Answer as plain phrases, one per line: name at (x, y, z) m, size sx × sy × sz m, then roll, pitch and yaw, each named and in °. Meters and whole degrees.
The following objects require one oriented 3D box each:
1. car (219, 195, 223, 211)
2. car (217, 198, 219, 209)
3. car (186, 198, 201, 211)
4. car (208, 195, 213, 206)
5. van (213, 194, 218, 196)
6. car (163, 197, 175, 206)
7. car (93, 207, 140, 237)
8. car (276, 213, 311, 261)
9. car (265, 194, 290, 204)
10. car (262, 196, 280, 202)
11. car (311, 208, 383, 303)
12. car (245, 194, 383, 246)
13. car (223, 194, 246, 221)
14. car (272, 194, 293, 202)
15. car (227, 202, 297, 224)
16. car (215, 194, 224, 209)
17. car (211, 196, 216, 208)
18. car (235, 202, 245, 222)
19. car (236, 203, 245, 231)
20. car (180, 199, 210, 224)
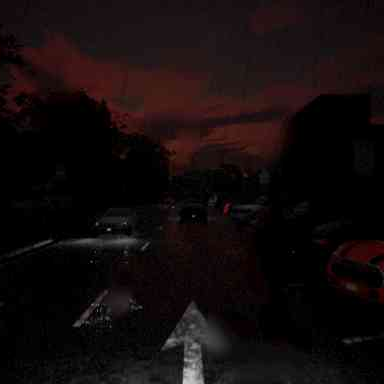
car at (5.358, 1.427, 31.512) m, size 4.553 × 1.767 × 2.185 m, roll 1°, pitch 0°, yaw -20°
car at (5.397, 1.604, 34.520) m, size 4.674 × 1.452 × 2.002 m, roll 1°, pitch 0°, yaw -20°
car at (0.131, 1.617, 42.950) m, size 1.837 × 1.490 × 4.892 m, roll 0°, pitch 0°, yaw 0°
car at (5.231, 1.619, 49.475) m, size 5.366 × 1.575 × 1.946 m, roll 1°, pitch 0°, yaw -20°
van at (5.519, 1.376, 43.577) m, size 4.442 × 1.987 × 1.878 m, roll 1°, pitch -1°, yaw -20°
car at (-4.018, 1.657, 59.551) m, size 1.882 × 1.535 × 5.008 m, roll 0°, pitch 0°, yaw 1°
car at (-4.032, 1.554, 18.442) m, size 1.812 × 1.442 × 4.674 m, roll 0°, pitch 0°, yaw 0°
car at (5.325, 1.538, 10.501) m, size 4.674 × 1.452 × 2.002 m, roll 1°, pitch 0°, yaw -20°
car at (18.388, 1.473, 71.560) m, size 2.435 × 2.045 × 5.566 m, roll 0°, pitch 0°, yaw -21°
car at (20.988, 1.829, 88.619) m, size 2.163 × 1.488 × 4.792 m, roll 0°, pitch -1°, yaw -21°
car at (5.354, 1.369, 7.505) m, size 4.553 × 1.767 × 2.185 m, roll 1°, pitch 0°, yaw -20°
car at (5.327, 1.252, 13.480) m, size 5.566 × 2.045 × 2.435 m, roll 1°, pitch 0°, yaw -20°
car at (5.341, 1.272, 22.497) m, size 5.566 × 2.045 × 2.435 m, roll 1°, pitch 0°, yaw -20°
car at (24.011, 1.551, 88.702) m, size 2.435 × 2.045 × 5.566 m, roll 0°, pitch -1°, yaw -21°
car at (5.347, 1.562, 25.496) m, size 4.792 × 1.488 × 2.163 m, roll 1°, pitch 0°, yaw -20°
car at (5.435, 1.451, 37.529) m, size 4.553 × 1.767 × 2.185 m, roll 1°, pitch 0°, yaw -20°
car at (5.398, 1.588, 40.531) m, size 5.008 × 1.535 × 2.097 m, roll 1°, pitch -1°, yaw -20°
car at (5.326, 1.546, 19.495) m, size 4.792 × 1.488 × 2.163 m, roll 1°, pitch 0°, yaw -20°
car at (5.172, 1.504, 16.437) m, size 5.366 × 1.575 × 1.946 m, roll 1°, pitch 0°, yaw -20°
car at (0.121, 1.524, 25.285) m, size 1.882 × 1.535 × 5.008 m, roll 0°, pitch 0°, yaw 0°
